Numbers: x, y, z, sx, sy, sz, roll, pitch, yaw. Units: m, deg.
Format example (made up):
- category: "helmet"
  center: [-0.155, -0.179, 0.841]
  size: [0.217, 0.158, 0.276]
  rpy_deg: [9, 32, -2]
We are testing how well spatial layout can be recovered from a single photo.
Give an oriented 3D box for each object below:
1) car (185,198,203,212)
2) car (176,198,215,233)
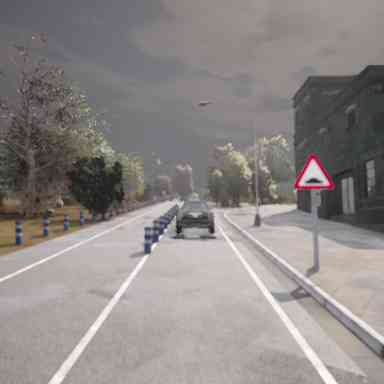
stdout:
- category: "car"
  center: [0.228, 1.439, 38.493]
  size: [1.837, 1.490, 4.892]
  rpy_deg: [-1, -1, 0]
- category: "car"
  center: [0.178, 1.315, 19.601]
  size: [2.097, 1.767, 4.553]
  rpy_deg: [0, -1, 0]
